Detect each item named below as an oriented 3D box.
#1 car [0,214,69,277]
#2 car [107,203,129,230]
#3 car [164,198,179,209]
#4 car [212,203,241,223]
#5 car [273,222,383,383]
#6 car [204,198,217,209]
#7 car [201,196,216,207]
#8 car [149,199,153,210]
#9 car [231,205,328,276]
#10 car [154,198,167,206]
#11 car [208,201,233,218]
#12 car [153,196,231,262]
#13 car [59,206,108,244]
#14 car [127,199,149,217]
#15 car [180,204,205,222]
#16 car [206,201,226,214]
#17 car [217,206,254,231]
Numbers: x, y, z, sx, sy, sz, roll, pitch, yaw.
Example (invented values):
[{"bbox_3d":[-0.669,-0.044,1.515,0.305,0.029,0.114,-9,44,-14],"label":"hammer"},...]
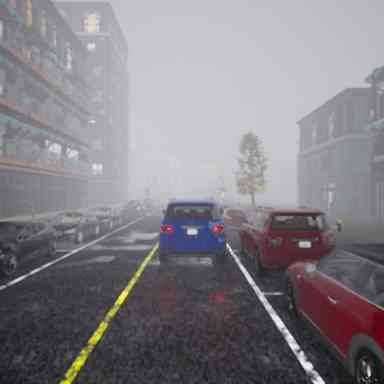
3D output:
[{"bbox_3d":[-5.684,1.594,10.335,1.947,1.339,4.313,0,0,0],"label":"car"},{"bbox_3d":[-5.679,1.614,21.411,2.008,1.369,4.403,0,0,0],"label":"car"},{"bbox_3d":[-3.062,1.686,50.388,1.837,1.490,4.892,0,-1,0],"label":"car"},{"bbox_3d":[2.704,1.650,26.947,1.947,1.339,4.313,0,0,0],"label":"car"},{"bbox_3d":[2.694,1.454,4.791,1.967,1.590,4.097,0,0,0],"label":"car"},{"bbox_3d":[2.714,1.700,49.274,1.752,1.417,4.829,0,0,0],"label":"car"},{"bbox_3d":[2.717,1.512,54.644,2.192,1.841,5.009,0,0,0],"label":"car"},{"bbox_3d":[-5.669,1.591,43.569,1.967,1.590,4.097,0,0,0],"label":"car"},{"bbox_3d":[2.697,1.344,10.332,2.192,1.841,5.009,0,0,0],"label":"car"},{"bbox_3d":[-5.662,1.743,60.018,1.752,1.417,4.829,0,0,0],"label":"car"},{"bbox_3d":[2.706,1.658,32.485,2.008,1.369,4.403,0,0,0],"label":"car"},{"bbox_3d":[0.039,1.257,12.399,2.150,2.045,5.566,0,0,1],"label":"car"},{"bbox_3d":[-5.681,1.595,15.873,2.008,1.369,4.403,0,0,0],"label":"car"},{"bbox_3d":[-5.675,1.546,32.490,1.967,1.590,4.097,0,0,0],"label":"car"},{"bbox_3d":[0.052,1.689,27.855,1.895,1.301,4.718,0,0,1],"label":"car"},{"bbox_3d":[2.709,1.695,38.024,1.947,1.339,4.313,0,0,0],"label":"car"},{"bbox_3d":[2.701,1.646,21.407,1.802,1.307,4.206,0,0,0],"label":"car"}]
